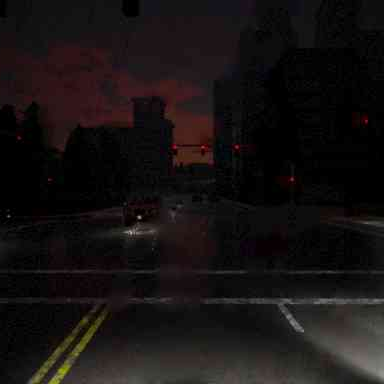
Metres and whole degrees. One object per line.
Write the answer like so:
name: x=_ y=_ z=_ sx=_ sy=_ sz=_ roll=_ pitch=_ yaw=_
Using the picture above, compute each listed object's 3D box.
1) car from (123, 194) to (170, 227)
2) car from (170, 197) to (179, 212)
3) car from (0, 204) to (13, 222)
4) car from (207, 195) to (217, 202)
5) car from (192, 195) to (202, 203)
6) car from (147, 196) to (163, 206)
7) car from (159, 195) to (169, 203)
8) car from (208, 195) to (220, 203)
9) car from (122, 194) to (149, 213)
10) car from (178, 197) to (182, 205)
car: x=-3.134 y=1.224 z=23.260 sx=2.150 sy=2.045 sz=5.566 roll=0 pitch=0 yaw=2
car: x=-2.849 y=1.600 z=39.308 sx=1.895 sy=1.301 sz=4.718 roll=0 pitch=0 yaw=1
car: x=-15.652 y=1.505 z=24.023 sx=4.892 sy=1.490 sz=1.837 roll=0 pitch=2 yaw=-1
car: x=4.606 y=1.478 z=77.185 sx=1.882 sy=1.535 sz=5.008 roll=0 pitch=0 yaw=1
car: x=1.015 y=1.352 z=67.479 sx=2.097 sy=1.767 sz=4.553 roll=0 pitch=0 yaw=1
car: x=-6.181 y=1.491 z=55.902 sx=2.128 sy=1.511 sz=4.902 roll=0 pitch=0 yaw=1
car: x=-5.949 y=1.485 z=71.344 sx=1.837 sy=1.490 sz=4.892 roll=0 pitch=0 yaw=1
car: x=4.618 y=1.547 z=67.347 sx=2.033 sy=1.411 sz=5.357 roll=0 pitch=0 yaw=1
car: x=-6.360 y=1.221 z=38.280 sx=2.150 sy=2.045 sz=5.566 roll=0 pitch=0 yaw=1
car: x=-2.672 y=1.564 z=56.575 sx=1.994 sy=1.385 sz=4.181 roll=0 pitch=0 yaw=1
